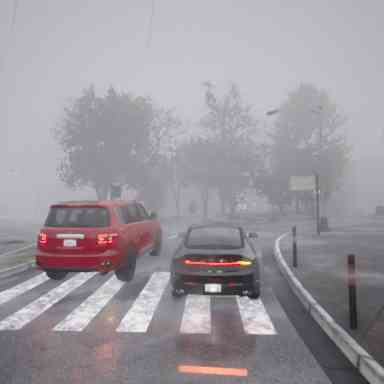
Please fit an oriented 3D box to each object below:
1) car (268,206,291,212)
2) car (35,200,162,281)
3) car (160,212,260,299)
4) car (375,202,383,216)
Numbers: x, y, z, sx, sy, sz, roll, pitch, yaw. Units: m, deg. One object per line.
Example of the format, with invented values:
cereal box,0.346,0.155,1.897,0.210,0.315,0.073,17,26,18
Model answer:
car,19.161,3.922,72.868,4.902,1.511,2.128,-3,-5,37
car,-2.435,1.249,10.161,2.150,2.045,5.566,-1,0,7
car,0.634,1.499,8.499,1.837,1.490,4.892,-1,0,6
car,21.900,1.896,37.451,1.882,1.535,5.008,-2,-2,35
